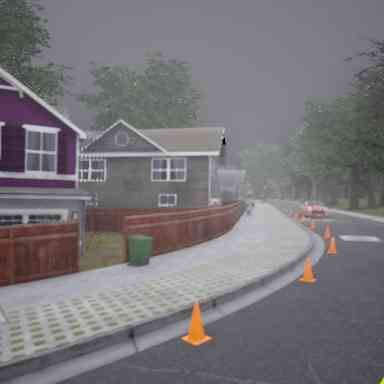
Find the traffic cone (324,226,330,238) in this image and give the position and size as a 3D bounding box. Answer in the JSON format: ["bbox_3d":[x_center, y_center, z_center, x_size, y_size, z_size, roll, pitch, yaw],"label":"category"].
[{"bbox_3d":[6.883,2.014,16.873,0.340,0.580,0.340,0,0,15],"label":"traffic cone"}]

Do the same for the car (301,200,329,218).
[{"bbox_3d":[12.056,1.589,32.753,2.097,1.767,4.553,0,-1,11],"label":"car"}]

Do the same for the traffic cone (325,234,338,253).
[{"bbox_3d":[5.330,1.999,12.594,0.340,0.580,0.340,0,0,25],"label":"traffic cone"}]

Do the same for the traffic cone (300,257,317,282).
[{"bbox_3d":[3.037,1.998,8.663,0.340,0.580,0.340,0,0,35],"label":"traffic cone"}]

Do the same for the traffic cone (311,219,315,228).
[{"bbox_3d":[7.876,2.054,21.620,0.340,0.580,0.340,0,0,11],"label":"traffic cone"}]

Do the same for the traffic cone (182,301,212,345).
[{"bbox_3d":[0.077,2.006,5.206,0.340,0.580,0.340,0,0,-44],"label":"traffic cone"}]
